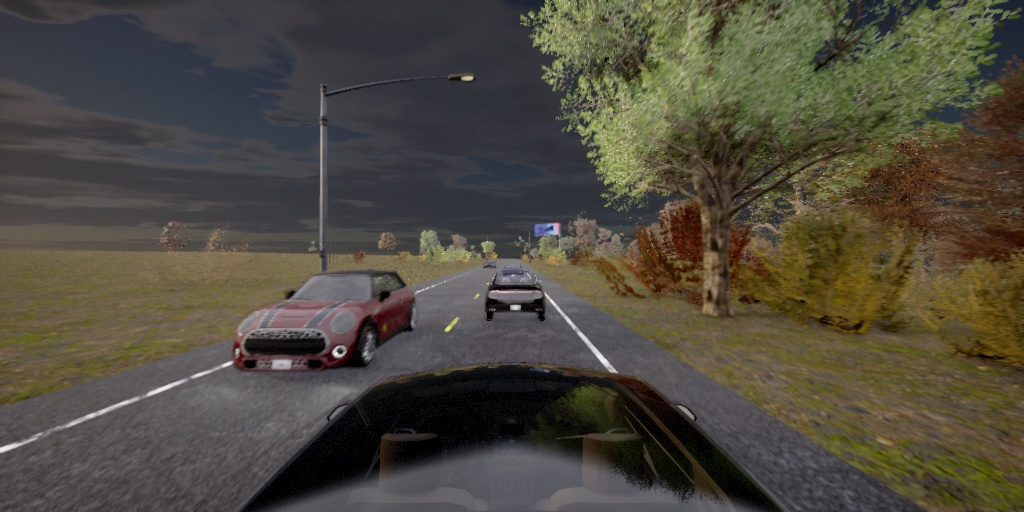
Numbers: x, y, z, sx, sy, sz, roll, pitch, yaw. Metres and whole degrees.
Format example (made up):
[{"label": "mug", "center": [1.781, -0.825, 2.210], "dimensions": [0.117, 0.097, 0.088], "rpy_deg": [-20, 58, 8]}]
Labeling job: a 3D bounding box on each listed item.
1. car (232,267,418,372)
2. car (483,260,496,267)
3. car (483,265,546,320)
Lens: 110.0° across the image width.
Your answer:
[{"label": "car", "center": [-3.600, 1.104, 7.851], "dimensions": [2.097, 1.767, 4.553], "rpy_deg": [0, 0, 0]}, {"label": "car", "center": [-3.507, 1.338, 57.051], "dimensions": [1.994, 1.385, 4.181], "rpy_deg": [0, 0, 0]}, {"label": "car", "center": [0.102, 1.244, 12.569], "dimensions": [2.128, 1.511, 4.902], "rpy_deg": [0, 0, 0]}]
